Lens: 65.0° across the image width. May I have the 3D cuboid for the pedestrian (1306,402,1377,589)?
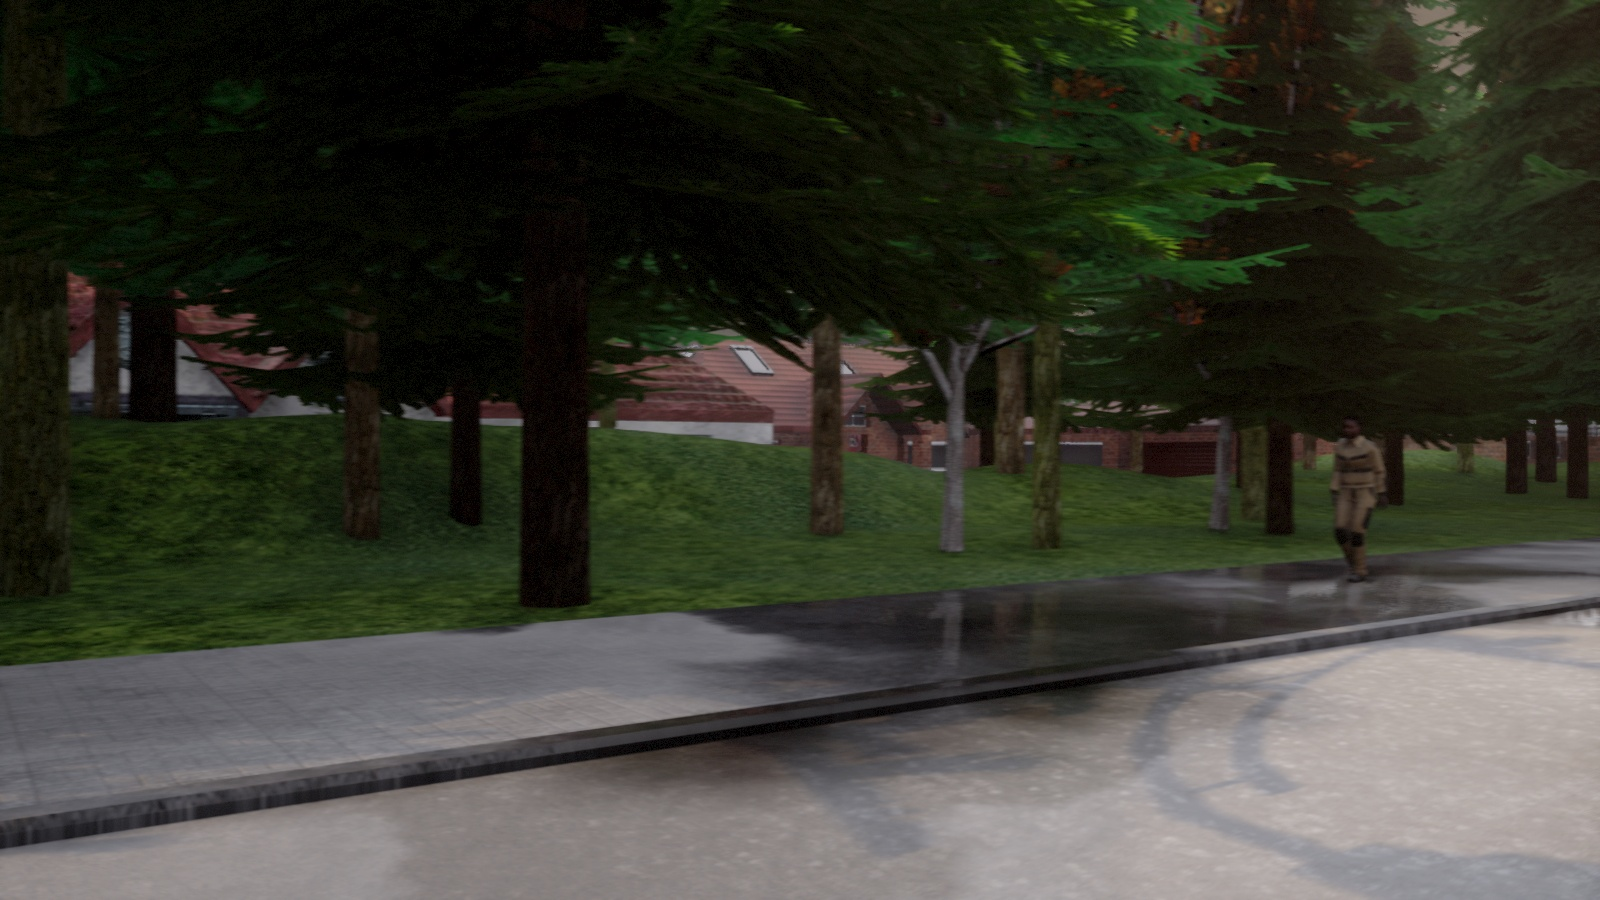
[{"bbox_3d":[5.748,0.468,13.324,0.692,1.930,0.396,0,0,-37],"label":"pedestrian"}]
